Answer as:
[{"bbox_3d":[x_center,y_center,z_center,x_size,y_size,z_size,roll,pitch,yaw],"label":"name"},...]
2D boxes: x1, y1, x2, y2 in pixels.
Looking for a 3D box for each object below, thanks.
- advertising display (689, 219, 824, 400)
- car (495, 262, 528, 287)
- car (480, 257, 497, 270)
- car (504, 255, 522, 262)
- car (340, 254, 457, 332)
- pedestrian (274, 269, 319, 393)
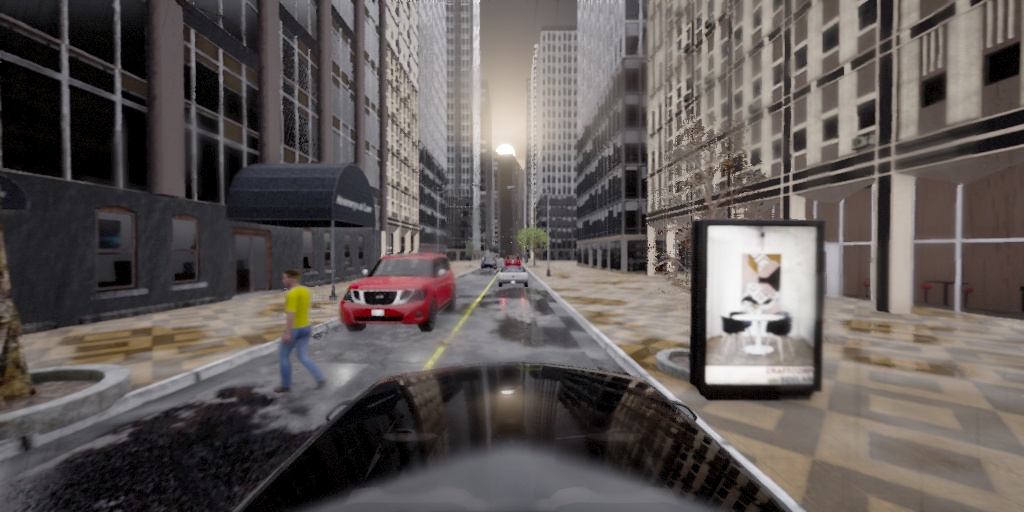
[{"bbox_3d":[3.136,0.766,4.659,1.540,2.440,0.280,0,0,0],"label":"advertising display"},{"bbox_3d":[0.084,1.289,23.981,1.895,1.301,4.718,0,0,0],"label":"car"},{"bbox_3d":[-3.075,0.982,48.521,2.097,1.767,4.553,0,0,0],"label":"car"},{"bbox_3d":[0.114,0.857,46.945,2.150,2.045,5.566,0,0,0],"label":"car"},{"bbox_3d":[-3.095,0.943,11.053,2.150,2.045,5.566,0,0,0],"label":"car"},{"bbox_3d":[-3.135,1.034,5.184,0.375,1.860,0.375,-1,1,-1],"label":"pedestrian"}]
